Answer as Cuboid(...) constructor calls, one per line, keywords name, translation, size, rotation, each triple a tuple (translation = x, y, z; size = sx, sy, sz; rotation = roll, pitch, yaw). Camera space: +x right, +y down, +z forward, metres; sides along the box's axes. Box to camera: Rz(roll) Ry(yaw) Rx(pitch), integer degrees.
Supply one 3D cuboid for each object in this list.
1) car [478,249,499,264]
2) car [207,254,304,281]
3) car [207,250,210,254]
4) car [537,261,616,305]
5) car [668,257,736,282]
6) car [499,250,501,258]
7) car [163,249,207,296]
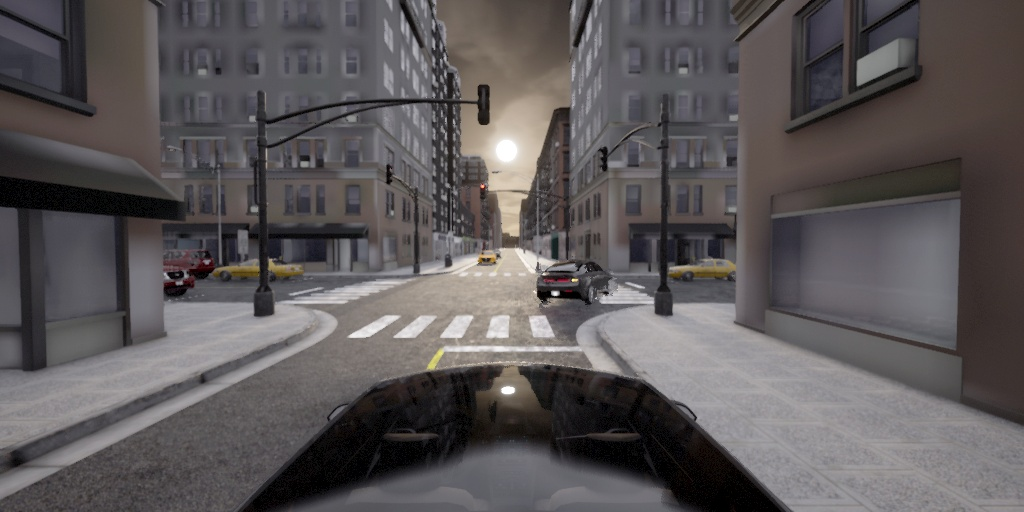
Cuboid(name="car", translation=(-2.835, 0.116, 41.521), size=(1.882, 1.535, 5.008), rotation=(0, 2, 0))
Cuboid(name="car", translation=(-15.246, 0.729, 21.608), size=(4.829, 1.417, 1.751), rotation=(0, 0, 0))
Cuboid(name="car", translation=(-20.755, 0.512, 21.617), size=(5.009, 1.841, 2.192), rotation=(0, 0, 0))
Cuboid(name="car", translation=(2.591, 0.908, 13.965), size=(1.837, 1.490, 4.892), rotation=(-2, 1, 29))
Cuboid(name="car", translation=(11.638, 0.754, 21.565), size=(4.829, 1.417, 1.751), rotation=(0, 0, 0))
Cuboid(name="car", translation=(-2.787, -0.382, 60.057), size=(1.837, 1.490, 4.892), rotation=(0, 1, 1))
Cuboid(name="car", translation=(-15.097, 0.706, 13.585), size=(5.009, 1.841, 2.192), rotation=(0, 0, 0))
